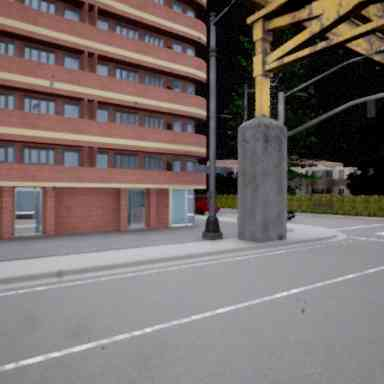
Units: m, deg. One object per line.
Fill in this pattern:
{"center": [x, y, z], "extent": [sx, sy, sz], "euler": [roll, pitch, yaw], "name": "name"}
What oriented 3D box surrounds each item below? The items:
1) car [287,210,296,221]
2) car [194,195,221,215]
{"center": [6.442, 1.742, 28.238], "extent": [1.895, 1.301, 4.718], "euler": [0, 0, -35], "name": "car"}
{"center": [0.732, 1.380, 36.319], "extent": [2.150, 2.045, 5.566], "euler": [0, 0, -35], "name": "car"}
